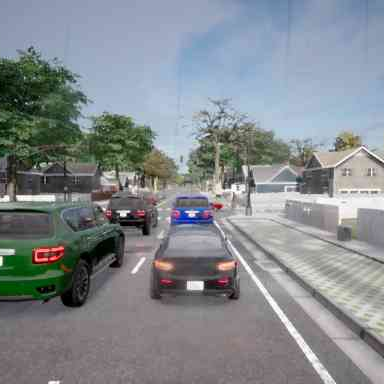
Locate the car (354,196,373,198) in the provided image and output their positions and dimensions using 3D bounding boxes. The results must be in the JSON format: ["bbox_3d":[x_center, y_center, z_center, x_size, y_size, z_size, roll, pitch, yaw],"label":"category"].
[{"bbox_3d":[17.607,1.162,34.574,4.902,1.511,2.128,0,1,-2],"label":"car"}]

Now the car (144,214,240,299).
[{"bbox_3d":[0.071,1.513,8.281,1.812,1.442,4.674,0,0,0],"label":"car"}]

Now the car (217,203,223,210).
[{"bbox_3d":[0.725,1.403,34.135,4.718,1.301,1.895,0,1,-1],"label":"car"}]

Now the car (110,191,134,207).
[{"bbox_3d":[-9.818,0.887,46.962,2.150,2.045,5.566,0,1,0],"label":"car"}]

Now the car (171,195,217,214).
[{"bbox_3d":[0.033,1.159,18.314,2.150,2.045,5.566,0,0,1],"label":"car"}]

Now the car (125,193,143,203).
[{"bbox_3d":[-9.799,1.042,56.641,2.128,1.511,4.902,0,1,0],"label":"car"}]

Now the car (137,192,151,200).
[{"bbox_3d":[-9.714,0.820,68.058,2.128,1.511,4.902,0,1,0],"label":"car"}]

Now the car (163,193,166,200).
[{"bbox_3d":[-6.472,0.821,68.026,2.128,1.511,4.902,0,1,0],"label":"car"}]

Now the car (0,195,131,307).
[{"bbox_3d":[-3.183,1.209,8.089,2.150,2.045,5.566,0,0,1],"label":"car"}]

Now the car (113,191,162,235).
[{"bbox_3d":[-3.215,1.158,18.441,2.150,2.045,5.566,0,0,1],"label":"car"}]

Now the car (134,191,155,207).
[{"bbox_3d":[-6.567,0.888,46.907,2.150,2.045,5.566,0,1,0],"label":"car"}]
